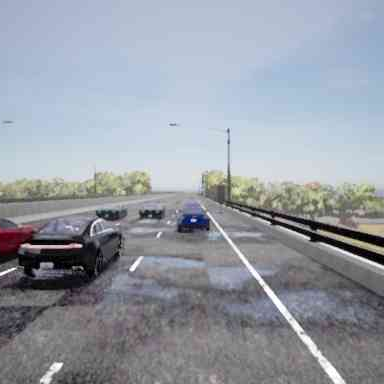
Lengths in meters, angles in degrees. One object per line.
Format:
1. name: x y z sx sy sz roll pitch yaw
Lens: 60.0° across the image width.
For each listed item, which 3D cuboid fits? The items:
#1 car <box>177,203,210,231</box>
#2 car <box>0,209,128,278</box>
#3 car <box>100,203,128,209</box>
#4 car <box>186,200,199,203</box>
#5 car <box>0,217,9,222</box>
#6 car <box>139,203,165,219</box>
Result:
1. car: 0.096 1.599 21.031 1.994 1.385 4.181 0 0 0
2. car: -3.402 1.508 10.210 2.128 1.511 4.902 0 0 0
3. car: -6.906 1.648 29.230 1.895 1.301 4.718 0 0 0
4. car: 0.094 1.611 39.037 2.033 1.411 5.357 0 0 0
5. car: -6.901 1.495 10.885 1.882 1.535 5.008 0 0 0
6. car: -3.405 1.649 29.406 1.895 1.301 4.718 0 0 0
